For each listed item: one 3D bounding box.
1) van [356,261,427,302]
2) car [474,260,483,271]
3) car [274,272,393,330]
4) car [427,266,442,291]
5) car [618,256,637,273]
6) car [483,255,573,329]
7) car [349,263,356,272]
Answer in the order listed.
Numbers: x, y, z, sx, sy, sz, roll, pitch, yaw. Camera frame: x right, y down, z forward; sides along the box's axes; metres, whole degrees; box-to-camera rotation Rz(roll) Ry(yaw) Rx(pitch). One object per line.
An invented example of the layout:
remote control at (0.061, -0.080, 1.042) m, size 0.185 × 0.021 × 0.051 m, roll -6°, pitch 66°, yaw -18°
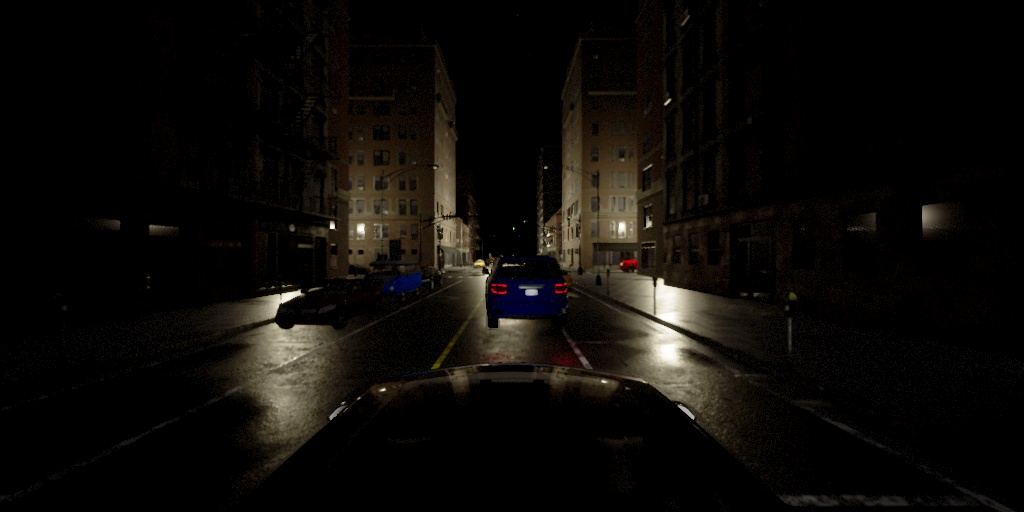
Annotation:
van at (-5.391, 1.102, 16.544) m, size 1.690 × 1.789 × 3.998 m, roll 0°, pitch 0°, yaw 0°
car at (-5.382, 1.322, 59.744) m, size 1.751 × 1.417 × 4.829 m, roll 0°, pitch 0°, yaw 0°
car at (-5.393, 1.339, 11.138) m, size 1.802 × 1.307 × 4.207 m, roll 0°, pitch 0°, yaw 0°
car at (-5.389, 1.317, 21.950) m, size 2.007 × 1.370 × 4.403 m, roll 0°, pitch 0°, yaw 0°
car at (15.337, 0.911, 41.998) m, size 5.566 × 2.045 × 2.150 m, roll 0°, pitch 0°, yaw 0°
car at (0.257, 0.980, 11.476) m, size 2.150 × 2.045 × 5.566 m, roll 0°, pitch 0°, yaw -5°
car at (-17.587, 1.434, 39.000) m, size 4.181 × 1.385 × 1.994 m, roll 0°, pitch 0°, yaw 0°
